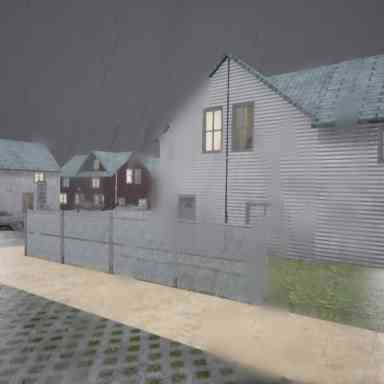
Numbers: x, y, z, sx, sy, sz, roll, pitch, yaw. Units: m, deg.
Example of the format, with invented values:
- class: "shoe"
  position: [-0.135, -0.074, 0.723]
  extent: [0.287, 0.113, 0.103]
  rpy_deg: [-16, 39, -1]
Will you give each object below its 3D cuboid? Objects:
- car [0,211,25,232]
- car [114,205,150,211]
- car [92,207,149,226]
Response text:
- class: "car"
  position: [-12.358, 1.752, 19.943]
  extent: [1.994, 1.385, 4.181]
  rpy_deg: [2, 0, 35]
- class: "car"
  position: [-4.260, 1.817, 26.117]
  extent: [2.097, 1.767, 4.553]
  rpy_deg: [2, 0, 37]
- class: "car"
  position: [-6.026, 2.020, 28.641]
  extent: [1.895, 1.301, 4.718]
  rpy_deg: [2, 0, 37]
